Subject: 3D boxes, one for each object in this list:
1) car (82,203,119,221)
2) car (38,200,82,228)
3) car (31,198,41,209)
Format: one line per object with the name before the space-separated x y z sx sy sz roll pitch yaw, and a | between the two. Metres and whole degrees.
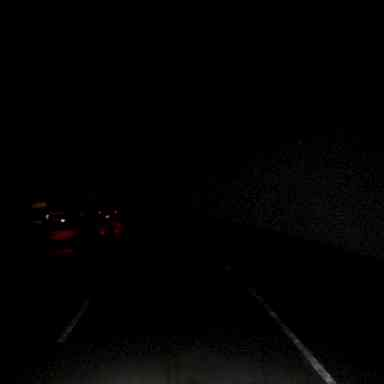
car | -7.466 1.535 26.551 1.895 1.301 4.718 0 0 -32
car | -8.785 1.454 21.871 1.837 1.490 4.892 0 -1 -28
car | -18.688 1.399 38.186 5.008 1.535 1.882 -1 0 36
